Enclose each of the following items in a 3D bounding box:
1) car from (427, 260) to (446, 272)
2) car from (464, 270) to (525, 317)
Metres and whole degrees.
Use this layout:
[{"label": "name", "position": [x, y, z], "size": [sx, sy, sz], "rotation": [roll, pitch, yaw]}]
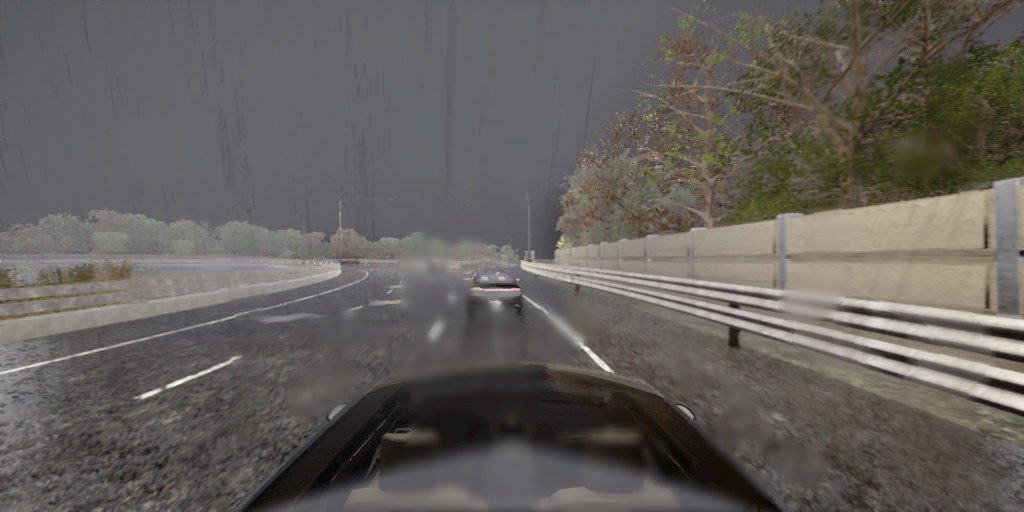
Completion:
[{"label": "car", "position": [-10.174, 1.288, 48.284], "size": [2.128, 1.511, 4.902], "rotation": [0, 0, -24]}, {"label": "car", "position": [-0.697, 1.247, 13.218], "size": [2.128, 1.511, 4.902], "rotation": [0, 0, -6]}]
